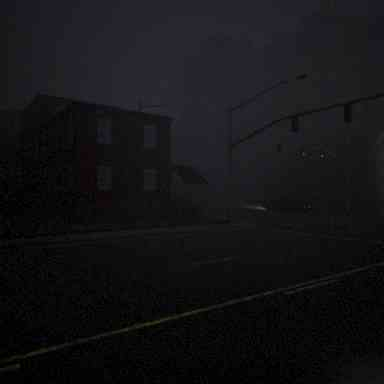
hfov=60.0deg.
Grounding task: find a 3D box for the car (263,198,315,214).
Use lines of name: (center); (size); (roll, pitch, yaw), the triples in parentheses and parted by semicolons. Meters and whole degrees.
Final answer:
car: (9.701, 1.318, 33.666); (2.033, 1.411, 5.357); (0, 3, -36)
